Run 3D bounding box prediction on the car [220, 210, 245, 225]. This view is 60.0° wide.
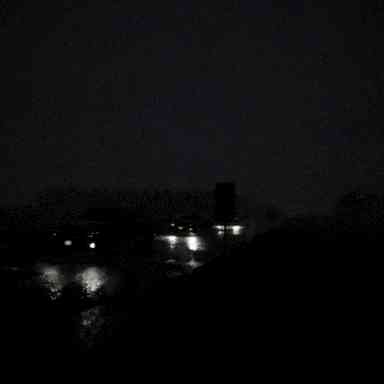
[{"bbox_3d":[4.431,2.668,35.833,1.882,1.535,5.008,0,-2,21],"label":"car"}]

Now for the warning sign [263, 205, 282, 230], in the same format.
[{"bbox_3d":[6.200,1.938,25.579,1.300,1.860,1.060,-1,-3,21],"label":"warning sign"}]

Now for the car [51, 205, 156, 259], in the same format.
[{"bbox_3d":[-3.557,1.592,14.702,2.150,2.045,5.566,0,-2,21],"label":"car"}]

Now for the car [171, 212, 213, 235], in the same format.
[{"bbox_3d":[0.108,2.250,24.416,1.837,1.490,4.892,0,-2,21],"label":"car"}]
